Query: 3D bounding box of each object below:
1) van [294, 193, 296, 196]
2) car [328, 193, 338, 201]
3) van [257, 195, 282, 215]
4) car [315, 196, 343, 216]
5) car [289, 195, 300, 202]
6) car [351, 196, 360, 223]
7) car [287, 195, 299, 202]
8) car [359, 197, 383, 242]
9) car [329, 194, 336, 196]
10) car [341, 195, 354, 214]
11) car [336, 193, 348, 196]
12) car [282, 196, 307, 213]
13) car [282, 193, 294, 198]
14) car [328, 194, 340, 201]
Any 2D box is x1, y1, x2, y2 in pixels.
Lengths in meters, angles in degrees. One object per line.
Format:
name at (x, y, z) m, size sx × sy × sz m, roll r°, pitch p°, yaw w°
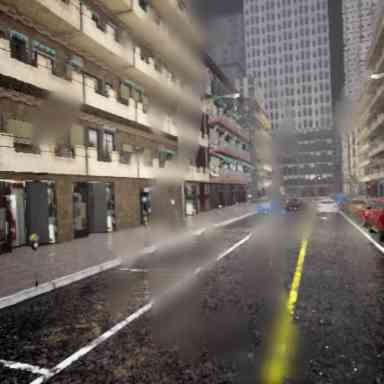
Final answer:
van at (15.394, 1.248, 54.134) m, size 1.690 × 1.788 × 3.998 m, roll -3°, pitch -1°, yaw 20°
car at (30.586, 1.051, 72.367) m, size 1.752 × 1.417 × 4.829 m, roll -3°, pitch -1°, yaw 20°
van at (7.658, 1.349, 33.330) m, size 1.690 × 1.788 × 3.998 m, roll -3°, pitch -1°, yaw 20°
car at (12.084, 1.352, 29.750) m, size 1.812 × 1.442 × 4.674 m, roll -2°, pitch 0°, yaw 21°
car at (23.140, 1.348, 74.936) m, size 1.887 × 1.381 × 4.507 m, roll -3°, pitch -1°, yaw 20°
car at (11.182, 1.220, 20.199) m, size 1.967 × 1.590 × 4.097 m, roll -3°, pitch -1°, yaw 20°
car at (21.207, 1.395, 69.735) m, size 1.947 × 1.339 × 4.313 m, roll -3°, pitch -1°, yaw 20°
car at (9.242, 1.119, 14.999) m, size 2.192 × 1.841 × 5.009 m, roll -3°, pitch -1°, yaw 20°
car at (15.872, 1.304, 40.021) m, size 1.812 × 1.442 × 4.674 m, roll -2°, pitch 0°, yaw 21°
car at (15.113, 1.255, 30.759) m, size 1.752 × 1.417 × 4.829 m, roll -3°, pitch -1°, yaw 20°
car at (16.984, 1.146, 35.802) m, size 1.967 × 1.590 × 4.097 m, roll -3°, pitch -1°, yaw 20°
car at (11.040, 1.470, 35.189) m, size 1.994 × 1.385 × 4.181 m, roll -2°, pitch -1°, yaw 21°
car at (13.465, 1.373, 48.932) m, size 1.967 × 1.590 × 4.097 m, roll -3°, pitch -1°, yaw 20°
car at (28.594, 1.097, 67.007) m, size 1.887 × 1.381 × 4.507 m, roll -3°, pitch -1°, yaw 20°
